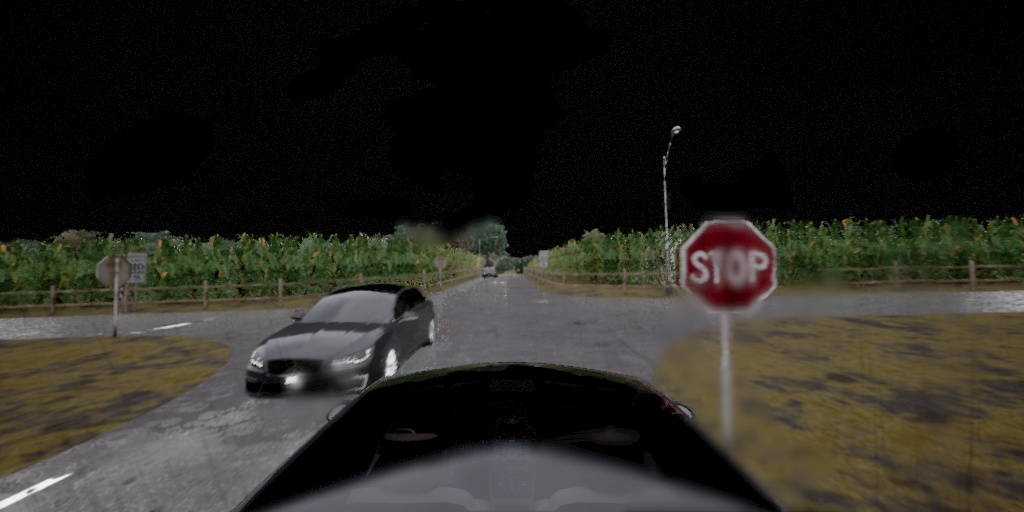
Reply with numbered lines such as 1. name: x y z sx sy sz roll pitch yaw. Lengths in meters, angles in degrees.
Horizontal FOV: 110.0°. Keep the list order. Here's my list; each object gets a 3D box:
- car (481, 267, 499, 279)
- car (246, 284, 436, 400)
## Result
1. car: -2.732 2.086 45.083 1.837 1.490 4.892 0 -1 0
2. car: -2.745 1.339 6.927 1.837 1.490 4.892 0 -1 0
